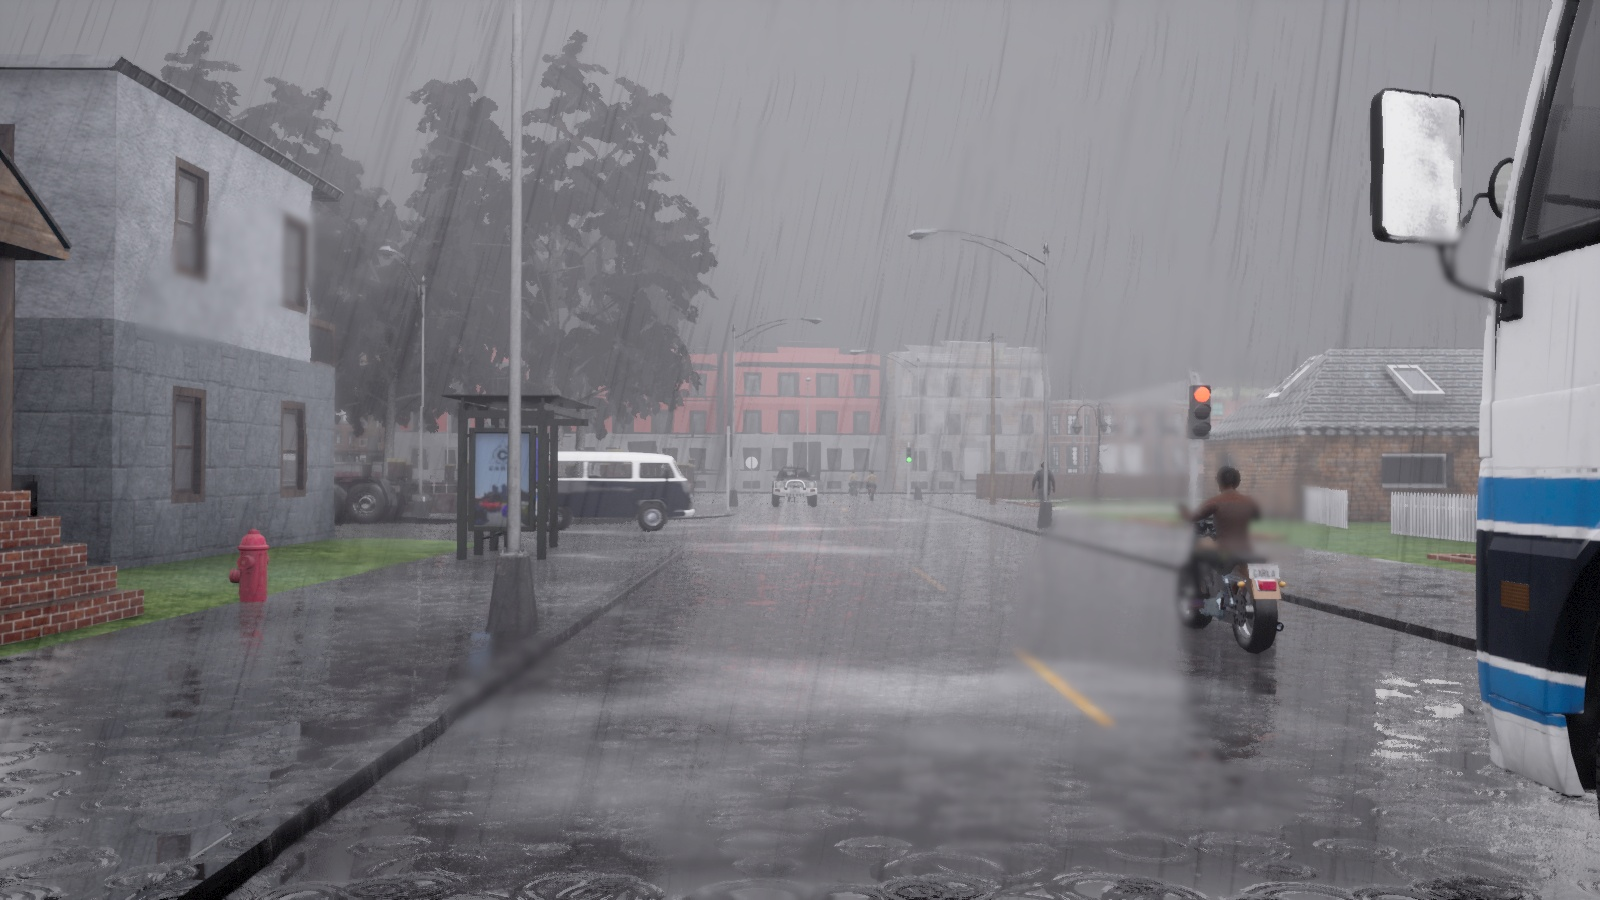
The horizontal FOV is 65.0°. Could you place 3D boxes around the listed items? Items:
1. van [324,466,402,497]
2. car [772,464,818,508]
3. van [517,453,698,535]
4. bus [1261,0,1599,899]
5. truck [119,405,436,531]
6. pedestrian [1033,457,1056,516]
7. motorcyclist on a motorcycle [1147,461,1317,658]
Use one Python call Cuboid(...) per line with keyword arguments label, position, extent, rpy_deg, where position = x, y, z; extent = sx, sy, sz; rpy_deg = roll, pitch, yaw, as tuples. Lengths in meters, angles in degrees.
Cuboid(label="van", position=(-28.225, 2.041, 81.259), extent=(4.442, 1.987, 1.775), rpy_deg=(0, -1, 0))
Cuboid(label="car", position=(-0.262, 1.567, 55.802), extent=(1.932, 1.855, 4.605), rpy_deg=(0, -1, -2))
Cuboid(label="van", position=(-4.897, 1.099, 32.331), extent=(4.480, 2.038, 2.069), rpy_deg=(0, 0, -7))
Cuboid(label="bus", position=(3.998, -0.572, 0.333), extent=(3.944, 4.253, 10.273), rpy_deg=(0, -1, 0))
Cuboid(label="truck", position=(-14.878, 0.500, 36.276), extent=(7.936, 3.462, 2.891), rpy_deg=(0, -1, -4))
Cuboid(label="pedestrian", position=(7.907, 1.173, 40.634), extent=(0.563, 1.883, 0.849), rpy_deg=(0, -1, -1))
Cuboid(label="motorcyclist on a motorcycle", position=(3.954, 0.946, 11.733), extent=(0.766, 1.649, 2.350), rpy_deg=(0, -1, 0))
